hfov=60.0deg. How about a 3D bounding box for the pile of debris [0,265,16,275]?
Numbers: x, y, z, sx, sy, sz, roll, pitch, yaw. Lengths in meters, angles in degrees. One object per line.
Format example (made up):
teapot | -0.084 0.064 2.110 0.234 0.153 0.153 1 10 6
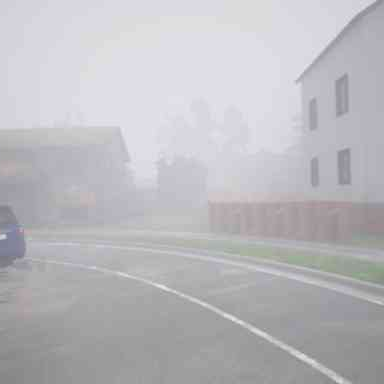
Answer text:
pile of debris | -6.531 2.381 9.862 1.860 0.140 1.500 -2 0 27

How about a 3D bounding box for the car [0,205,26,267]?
car | -7.948 1.471 10.623 5.566 2.045 2.150 -2 -1 22
